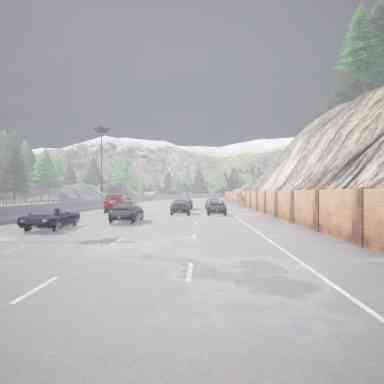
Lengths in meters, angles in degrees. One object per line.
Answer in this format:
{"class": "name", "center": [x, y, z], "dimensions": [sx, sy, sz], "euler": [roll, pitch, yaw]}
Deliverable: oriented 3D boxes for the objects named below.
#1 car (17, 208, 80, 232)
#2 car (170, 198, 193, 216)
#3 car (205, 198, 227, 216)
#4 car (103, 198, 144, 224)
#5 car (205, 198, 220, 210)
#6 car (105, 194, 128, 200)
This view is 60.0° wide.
{"class": "car", "center": [-8.441, 1.600, 20.161], "dimensions": [1.895, 1.301, 4.718], "euler": [0, 0, 1]}
{"class": "car", "center": [-1.115, 1.505, 33.045], "dimensions": [1.837, 1.490, 4.892], "euler": [0, 0, 1]}
{"class": "car", "center": [2.381, 1.491, 32.811], "dimensions": [2.128, 1.511, 4.902], "euler": [0, 0, 1]}
{"class": "car", "center": [-4.826, 1.493, 24.747], "dimensions": [2.128, 1.511, 4.902], "euler": [0, 0, 2]}
{"class": "car", "center": [2.642, 1.525, 43.256], "dimensions": [1.812, 1.442, 4.674], "euler": [0, 0, 1]}
{"class": "car", "center": [-8.032, 1.223, 36.404], "dimensions": [2.150, 2.045, 5.566], "euler": [0, 0, 1]}
